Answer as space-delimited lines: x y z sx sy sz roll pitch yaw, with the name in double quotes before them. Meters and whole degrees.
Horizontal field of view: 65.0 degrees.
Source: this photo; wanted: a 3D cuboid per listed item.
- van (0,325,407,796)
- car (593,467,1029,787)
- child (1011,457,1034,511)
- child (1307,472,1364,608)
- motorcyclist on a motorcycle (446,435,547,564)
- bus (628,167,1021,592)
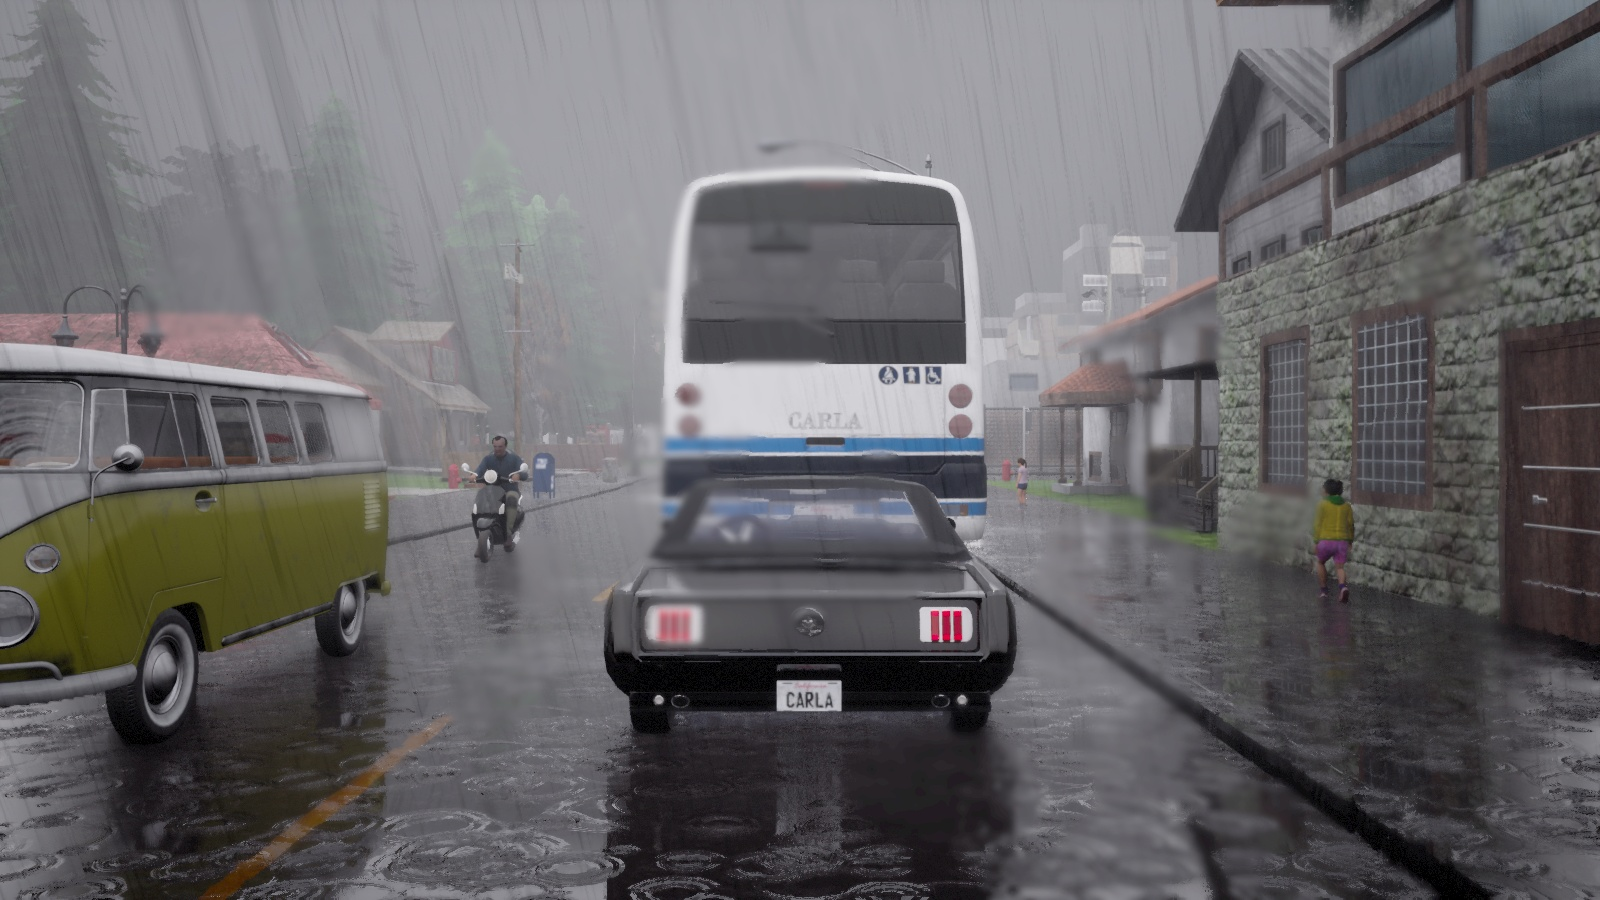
"van" -3.948 0.454 7.526 1.775 1.987 4.442 0 0 0
"car" 0.053 0.803 7.818 1.895 1.301 4.718 0 0 0
"child" 4.612 0.693 26.074 0.255 1.110 0.394 0 0 -43
"child" 4.697 0.778 11.027 0.299 1.160 0.473 0 0 0
"motorcyclist on a motorcycle" -3.907 0.605 16.322 0.866 1.590 1.817 0 0 0
"bus" 0.139 -0.730 17.748 3.944 4.253 10.273 0 0 -1
